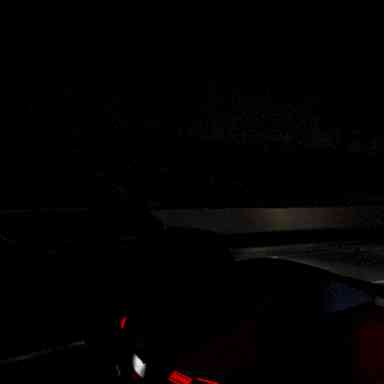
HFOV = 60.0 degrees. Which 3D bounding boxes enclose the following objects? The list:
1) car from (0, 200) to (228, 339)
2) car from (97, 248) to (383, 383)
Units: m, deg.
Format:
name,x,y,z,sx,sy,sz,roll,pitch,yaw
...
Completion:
name,x,y,z,sx,sy,sz,roll,pitch,yaw
car,-1.790,1.175,6.671,5.566,2.045,2.150,0,0,-32
car,1.236,1.544,4.051,4.181,1.385,1.994,0,0,-31
